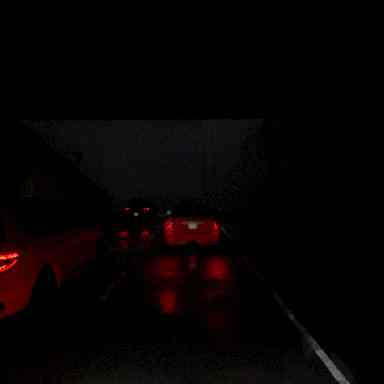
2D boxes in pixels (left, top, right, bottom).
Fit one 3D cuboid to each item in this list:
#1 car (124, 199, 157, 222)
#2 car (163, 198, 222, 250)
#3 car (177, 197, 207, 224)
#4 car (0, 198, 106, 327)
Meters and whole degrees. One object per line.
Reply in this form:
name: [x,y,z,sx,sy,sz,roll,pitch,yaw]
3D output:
car: [-3.517,1.203,23.158,1.812,1.442,4.674,0,0,0]
car: [0.020,1.162,13.494,2.097,1.767,4.553,0,1,0]
car: [-0.015,1.157,22.875,1.882,1.535,5.008,0,1,0]
car: [-3.437,1.119,6.944,2.150,2.045,5.566,0,0,0]
